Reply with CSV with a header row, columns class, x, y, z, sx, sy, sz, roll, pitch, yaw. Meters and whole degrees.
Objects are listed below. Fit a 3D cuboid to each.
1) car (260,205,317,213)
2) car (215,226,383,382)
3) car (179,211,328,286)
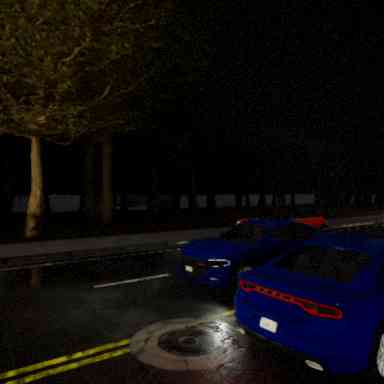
class,x,y,z,sx,sy,sz,roll,pitch,yaw
car,3.832,1.379,14.388,4.553,1.767,2.097,0,0,-35
car,2.957,1.490,5.540,5.008,1.535,1.882,0,0,-35
car,1.971,1.494,9.073,5.008,1.535,1.882,0,0,-35
